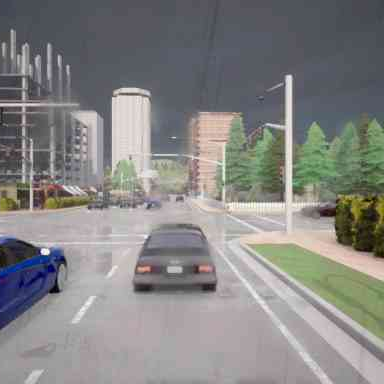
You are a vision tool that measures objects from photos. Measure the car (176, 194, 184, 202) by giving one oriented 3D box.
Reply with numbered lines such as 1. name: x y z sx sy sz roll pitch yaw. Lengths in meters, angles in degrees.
1. car: -2.788 1.493 75.621 1.837 1.490 4.892 0 0 -2

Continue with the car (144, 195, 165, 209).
1. car: -5.081 1.526 45.502 1.812 1.442 4.674 0 0 -2

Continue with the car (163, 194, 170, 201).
1. car: -6.466 1.355 80.502 2.097 1.767 4.553 0 0 -2

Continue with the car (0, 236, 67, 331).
1. car: -3.731 1.478 5.717 1.882 1.535 5.008 0 0 -3

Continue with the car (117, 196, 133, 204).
1. car: -12.926 1.547 64.373 2.033 1.411 5.357 0 0 -1

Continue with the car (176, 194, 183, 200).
1. car: -3.119 1.327 84.834 1.837 1.490 4.892 0 0 -2

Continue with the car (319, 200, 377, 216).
1. car: 14.733 1.526 31.643 4.674 1.442 1.812 0 0 -1

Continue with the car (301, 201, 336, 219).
1. car: 11.796 1.478 28.131 5.008 1.535 1.882 0 0 -1

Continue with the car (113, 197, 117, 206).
1. car: -12.604 1.547 53.825 2.033 1.411 5.357 0 0 -2

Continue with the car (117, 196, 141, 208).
1. car: -8.854 1.564 46.794 1.994 1.385 4.181 0 0 -2

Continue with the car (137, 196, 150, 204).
1. car: -9.449 1.564 65.109 1.994 1.385 4.181 0 0 -1

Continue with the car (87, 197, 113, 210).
1. car: -12.252 1.547 43.787 2.033 1.411 5.357 0 0 -2

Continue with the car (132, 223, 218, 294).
1. car: -0.410 1.548 8.932 2.033 1.411 5.357 0 0 -2

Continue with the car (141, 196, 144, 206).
1. car: -9.143 1.564 55.157 1.994 1.385 4.181 0 0 -2
